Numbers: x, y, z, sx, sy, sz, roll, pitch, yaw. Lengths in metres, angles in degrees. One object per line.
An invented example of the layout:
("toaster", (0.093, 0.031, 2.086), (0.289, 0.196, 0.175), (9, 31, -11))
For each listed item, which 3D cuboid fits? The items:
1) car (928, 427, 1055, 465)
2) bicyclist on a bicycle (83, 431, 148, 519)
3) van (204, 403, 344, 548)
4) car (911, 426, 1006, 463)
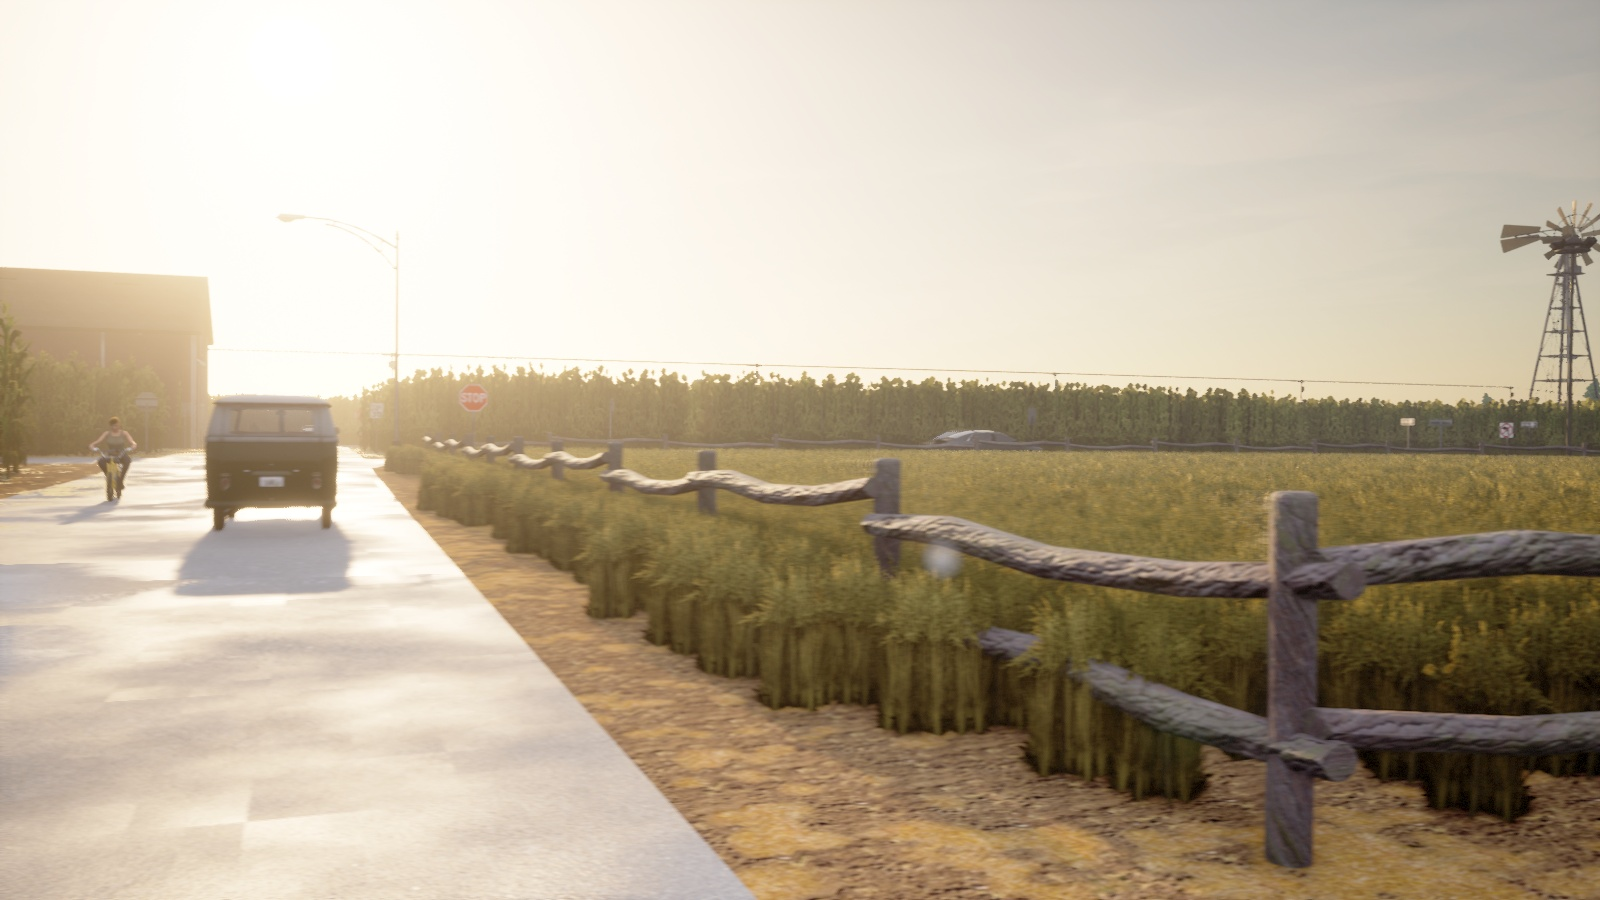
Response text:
("car", (7.876, -0.198, 51.671), (4.892, 1.490, 1.837), (-1, 1, -20))
("bicyclist on a bicycle", (-13.110, 0.457, 24.096), (0.866, 1.612, 1.509), (-1, 1, -20))
("van", (-8.130, 0.311, 19.644), (1.775, 1.987, 4.442), (-1, 1, -21))
("car", (6.895, -0.261, 54.613), (3.705, 1.549, 1.789), (-1, 1, -20))
